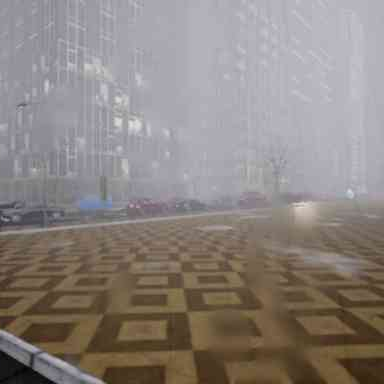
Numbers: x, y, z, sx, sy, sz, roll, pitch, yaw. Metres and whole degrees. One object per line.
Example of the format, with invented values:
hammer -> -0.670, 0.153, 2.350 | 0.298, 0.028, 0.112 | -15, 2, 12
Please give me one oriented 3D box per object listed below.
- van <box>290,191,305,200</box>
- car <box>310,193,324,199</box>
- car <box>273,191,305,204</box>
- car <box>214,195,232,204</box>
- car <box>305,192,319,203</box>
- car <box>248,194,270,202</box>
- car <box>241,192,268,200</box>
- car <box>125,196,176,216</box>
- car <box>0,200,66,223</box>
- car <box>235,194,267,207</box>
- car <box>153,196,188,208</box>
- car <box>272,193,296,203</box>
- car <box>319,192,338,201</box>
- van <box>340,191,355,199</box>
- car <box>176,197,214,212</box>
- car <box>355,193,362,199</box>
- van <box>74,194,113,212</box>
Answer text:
van -> 23.401, 0.732, 73.448 | 1.690, 1.788, 3.998 | 1, 1, 41
car -> 30.867, 0.872, 82.037 | 1.947, 1.339, 4.313 | 1, 1, 41
car -> 14.780, 0.911, 50.763 | 2.192, 1.841, 5.009 | 1, 1, 41
car -> 4.734, 1.171, 51.987 | 1.947, 1.339, 4.313 | 1, 1, 41
car -> 18.513, 0.868, 55.055 | 2.192, 1.841, 5.009 | 1, 1, 41
car -> 12.201, 1.085, 60.573 | 1.947, 1.339, 4.313 | 1, 1, 41
car -> 8.274, 1.129, 47.319 | 2.128, 1.511, 4.902 | 0, 1, 41
car -> -3.793, 1.252, 29.223 | 1.967, 1.590, 4.097 | 1, 1, 41
car -> -11.768, 1.360, 24.349 | 2.128, 1.511, 4.902 | 0, 1, 41
car -> 7.313, 1.264, 42.181 | 1.802, 1.307, 4.206 | 1, 1, 41
car -> -2.738, 1.236, 43.409 | 1.887, 1.381, 4.507 | 1, 1, 41
car -> 15.455, 1.032, 55.635 | 1.882, 1.535, 5.008 | 0, 1, 41
car -> 26.090, 0.991, 63.772 | 1.752, 1.417, 4.829 | 1, 1, 41
van -> 33.445, 0.723, 72.226 | 1.690, 1.788, 3.998 | 1, 1, 41
car -> -0.103, 1.334, 33.554 | 1.947, 1.339, 4.313 | 1, 1, 41
car -> 37.177, 0.890, 76.522 | 2.008, 1.369, 4.403 | 1, 1, 41
van -> -10.287, 1.118, 34.895 | 1.690, 1.788, 3.998 | 1, 1, 41
